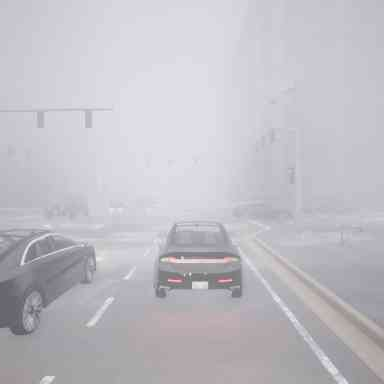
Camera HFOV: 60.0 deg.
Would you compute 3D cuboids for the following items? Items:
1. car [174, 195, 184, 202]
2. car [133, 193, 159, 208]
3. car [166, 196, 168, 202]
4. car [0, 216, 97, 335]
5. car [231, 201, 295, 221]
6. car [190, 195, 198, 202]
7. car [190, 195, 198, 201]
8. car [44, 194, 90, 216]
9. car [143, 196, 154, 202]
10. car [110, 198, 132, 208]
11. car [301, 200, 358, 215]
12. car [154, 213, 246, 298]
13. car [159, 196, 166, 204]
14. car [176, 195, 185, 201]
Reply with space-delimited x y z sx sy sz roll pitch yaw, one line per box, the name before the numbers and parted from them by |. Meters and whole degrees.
car | -2.986 1.497 75.781 1.837 1.490 4.892 0 0 0
car | -6.753 1.222 49.471 2.150 2.045 5.566 0 0 2
car | -6.481 1.536 76.498 2.033 1.411 5.357 0 0 0
car | -3.400 1.492 6.687 2.128 1.511 4.902 0 0 1
car | 5.547 1.460 25.972 4.892 1.490 1.837 -1 2 9
car | 0.518 1.593 76.414 1.895 1.301 4.718 0 0 0
car | 0.580 1.461 85.459 1.882 1.535 5.008 0 0 0
car | -10.415 1.193 28.191 2.150 2.045 5.566 0 0 0
car | -9.981 1.591 76.501 1.895 1.301 4.718 0 0 0
car | -10.279 1.564 47.150 1.994 1.385 4.181 0 0 0
car | 13.435 1.492 32.977 5.357 1.411 2.033 0 0 0
car | 0.134 1.492 8.507 2.128 1.511 4.902 0 0 0
car | -6.643 1.488 61.828 2.128 1.511 4.902 0 0 1
car | -2.920 1.523 85.483 2.033 1.411 5.357 0 0 0
